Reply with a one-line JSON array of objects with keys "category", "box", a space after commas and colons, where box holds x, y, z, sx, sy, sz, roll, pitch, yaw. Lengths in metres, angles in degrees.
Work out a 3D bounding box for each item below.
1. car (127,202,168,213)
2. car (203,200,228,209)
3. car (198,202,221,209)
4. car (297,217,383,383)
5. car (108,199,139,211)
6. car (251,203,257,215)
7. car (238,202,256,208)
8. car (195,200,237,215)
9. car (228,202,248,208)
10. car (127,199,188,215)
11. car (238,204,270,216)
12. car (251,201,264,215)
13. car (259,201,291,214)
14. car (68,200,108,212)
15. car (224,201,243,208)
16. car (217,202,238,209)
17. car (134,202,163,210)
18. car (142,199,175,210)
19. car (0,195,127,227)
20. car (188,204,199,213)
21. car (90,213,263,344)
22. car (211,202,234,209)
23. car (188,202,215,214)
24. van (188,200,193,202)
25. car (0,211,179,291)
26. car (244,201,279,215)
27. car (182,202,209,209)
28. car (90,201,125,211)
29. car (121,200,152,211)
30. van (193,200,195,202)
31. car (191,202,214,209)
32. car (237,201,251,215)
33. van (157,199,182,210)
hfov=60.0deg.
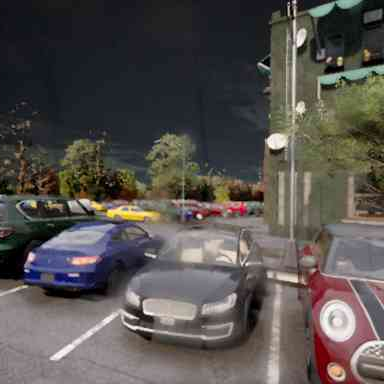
[{"category": "car", "box": [-5.320, 1.995, 30.957, 5.366, 1.575, 1.946, 2, -1, 15]}, {"category": "car", "box": [5.675, 2.916, 79.052, 5.566, 2.045, 2.435, 1, -1, 15]}, {"category": "car", "box": [4.038, 3.108, 76.590, 4.792, 1.488, 2.163, 1, -2, 15]}, {"category": "car", "box": [2.756, 1.354, 5.014, 2.185, 1.767, 4.553, 1, 0, 16]}, {"category": "car", "box": [-11.244, 2.145, 54.583, 4.553, 1.767, 2.185, 1, -2, 15]}, {"category": "car", "box": [6.530, 2.679, 48.312, 4.792, 1.488, 2.163, 2, 0, 15]}, {"category": "car", "box": [15.584, 3.732, 93.816, 4.792, 1.488, 2.163, 1, -1, 13]}, {"category": "car", "box": [3.107, 2.344, 43.386, 4.553, 1.767, 2.185, 2, -1, 15]}, {"category": "car", "box": [12.368, 3.525, 88.860, 5.008, 1.535, 2.097, 1, -1, 14]}, {"category": "car", "box": [-3.732, 1.846, 33.483, 5.566, 2.045, 2.435, 2, -1, 15]}, {"category": "car", "box": [9.951, 2.859, 53.253, 4.792, 1.488, 2.163, 2, 0, 15]}, {"category": "car", "box": [8.253, 2.489, 50.782, 5.566, 2.045, 2.435, 2, 0, 15]}, {"category": "car", "box": [15.149, 2.851, 60.657, 5.566, 2.045, 2.435, 2, -1, 15]}, {"category": "car", "box": [-15.261, 2.061, 49.038, 5.366, 1.575, 1.946, 1, -1, 15]}, {"category": "car", "box": [10.743, 3.311, 86.397, 4.553, 1.767, 2.185, 1, -1, 14]}, {"category": "car", "box": [9.055, 3.348, 83.941, 4.892, 1.521, 2.231, 1, -1, 14]}, {"category": "car", "box": [-7.832, 2.490, 59.464, 4.674, 1.452, 2.002, 1, -2, 15]}, {"category": "car", "box": [-6.162, 2.288, 61.919, 5.566, 2.045, 2.435, 1, -1, 15]}, {"category": "car", "box": [-4.478, 1.108, 10.167, 2.435, 2.045, 5.566, 1, 0, 16]}, {"category": "car", "box": [-2.045, 2.236, 35.952, 4.674, 1.452, 2.002, 2, 0, 15]}, {"category": "car", "box": [0.337, 1.440, 6.706, 2.231, 1.521, 4.892, 1, 0, 16]}, {"category": "car", "box": [7.559, 3.256, 81.451, 5.366, 1.575, 1.946, 1, -2, 14]}, {"category": "car", "box": [-0.310, 2.290, 38.430, 5.008, 1.535, 2.097, 2, 0, 15]}, {"category": "van", "box": [-2.637, 2.494, 66.782, 4.442, 1.987, 1.878, 1, -2, 15]}, {"category": "car", "box": [-2.074, 1.439, 8.420, 2.002, 1.452, 4.674, 1, 0, 15]}, {"category": "car", "box": [11.730, 2.671, 55.719, 5.566, 2.045, 2.435, 2, -1, 15]}, {"category": "car", "box": [0.810, 2.897, 71.654, 5.366, 1.575, 1.946, 1, -2, 15]}, {"category": "car", "box": [-13.121, 2.198, 51.780, 4.792, 1.488, 2.163, 1, -2, 15]}, {"category": "car", "box": [-9.492, 2.235, 57.006, 4.553, 1.767, 2.185, 1, -1, 15]}, {"category": "van", "box": [-0.945, 2.584, 69.232, 4.442, 1.987, 1.878, 1, -2, 15]}, {"category": "car", "box": [2.290, 3.017, 74.150, 4.792, 1.488, 2.163, 1, -1, 15]}, {"category": "car", "box": [4.828, 2.308, 45.842, 5.566, 2.045, 2.435, 2, 0, 15]}, {"category": "van", "box": [-4.327, 2.405, 64.333, 4.442, 1.987, 1.878, 1, -2, 15]}]
